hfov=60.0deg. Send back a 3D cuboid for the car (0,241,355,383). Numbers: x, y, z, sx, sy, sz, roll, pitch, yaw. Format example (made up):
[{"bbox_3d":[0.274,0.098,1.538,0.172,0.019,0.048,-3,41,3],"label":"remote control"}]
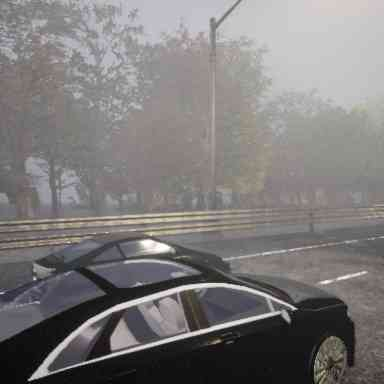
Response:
[{"bbox_3d":[-0.214,1.486,3.500,4.902,1.511,2.128,0,0,-35],"label":"car"}]

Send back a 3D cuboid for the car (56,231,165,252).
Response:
[{"bbox_3d":[-1.166,1.551,7.100,4.181,1.385,1.994,0,0,-35],"label":"car"}]
